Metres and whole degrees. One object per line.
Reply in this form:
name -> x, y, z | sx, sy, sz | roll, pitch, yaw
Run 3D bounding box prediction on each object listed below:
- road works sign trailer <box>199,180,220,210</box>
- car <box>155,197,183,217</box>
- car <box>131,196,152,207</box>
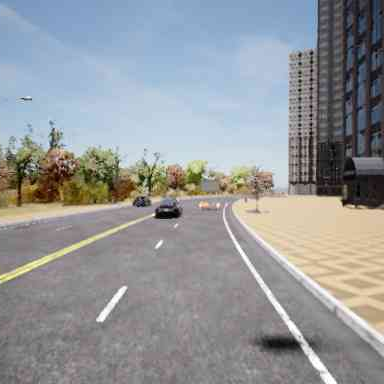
road works sign trailer -> 2.154, 0.325, 39.930 | 2.380, 3.560, 2.880 | 0, 0, 7
car -> -1.961, 1.445, 29.403 | 1.994, 1.385, 4.181 | 0, 0, 5
car -> -6.936, 1.300, 46.156 | 1.837, 1.490, 4.892 | 0, 0, 7
